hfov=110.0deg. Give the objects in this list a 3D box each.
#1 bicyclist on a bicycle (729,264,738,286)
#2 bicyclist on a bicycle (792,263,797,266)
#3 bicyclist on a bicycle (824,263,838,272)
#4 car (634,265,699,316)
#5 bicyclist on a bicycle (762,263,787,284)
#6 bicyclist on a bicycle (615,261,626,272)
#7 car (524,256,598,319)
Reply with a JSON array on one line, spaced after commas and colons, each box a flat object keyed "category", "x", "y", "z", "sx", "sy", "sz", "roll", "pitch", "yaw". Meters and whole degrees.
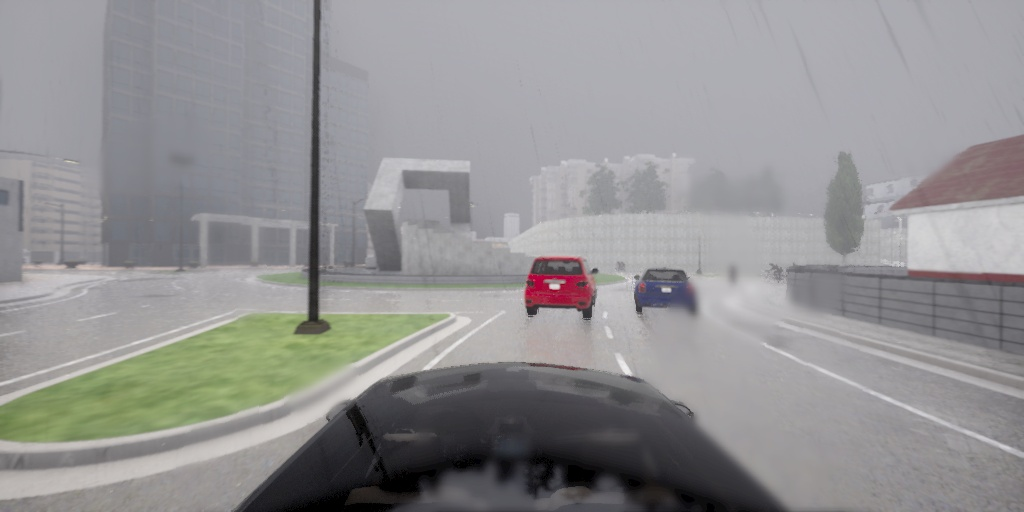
[{"category": "bicyclist on a bicycle", "x": 16.846, "y": 1.462, "z": 27.333, "sx": 0.582, "sy": 1.620, "sz": 1.656, "roll": 0, "pitch": -1, "yaw": 35}, {"category": "bicyclist on a bicycle", "x": 22.012, "y": 1.369, "z": 27.903, "sx": 0.582, "sy": 1.620, "sz": 1.656, "roll": 1, "pitch": 0, "yaw": 25}, {"category": "bicyclist on a bicycle", "x": 23.963, "y": 1.155, "z": 27.130, "sx": 0.582, "sy": 1.656, "sz": 1.620, "roll": 29, "pitch": -3, "yaw": 14}, {"category": "car", "x": 6.047, "y": 1.206, "z": 14.373, "sx": 2.097, "sy": 1.767, "sz": 4.553, "roll": 1, "pitch": 0, "yaw": 20}, {"category": "bicyclist on a bicycle", "x": 20.505, "y": 1.351, "z": 27.996, "sx": 0.582, "sy": 1.620, "sz": 1.656, "roll": 1, "pitch": 0, "yaw": -38}, {"category": "bicyclist on a bicycle", "x": 16.223, "y": 1.509, "z": 52.736, "sx": 1.656, "sy": 1.620, "sz": 0.582, "roll": -6, "pitch": 12, "yaw": -34}, {"category": "car", "x": 1.964, "y": 1.030, "z": 13.415, "sx": 2.150, "sy": 2.045, "sz": 5.566, "roll": 0, "pitch": 0, "yaw": 15}]
